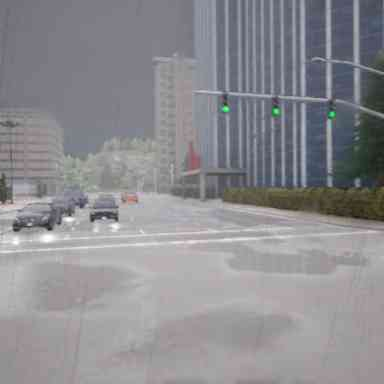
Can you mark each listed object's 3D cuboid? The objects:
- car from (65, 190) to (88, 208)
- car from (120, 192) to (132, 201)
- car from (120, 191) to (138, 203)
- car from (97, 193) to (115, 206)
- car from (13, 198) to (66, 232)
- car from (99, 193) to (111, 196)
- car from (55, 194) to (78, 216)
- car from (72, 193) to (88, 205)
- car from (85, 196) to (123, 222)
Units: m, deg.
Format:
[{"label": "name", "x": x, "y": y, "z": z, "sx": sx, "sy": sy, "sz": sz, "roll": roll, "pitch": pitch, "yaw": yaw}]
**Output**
[{"label": "car", "x": -13.494, "y": 0.775, "z": 37.941, "sx": 2.150, "sy": 2.045, "sz": 5.566, "roll": -1, "pitch": 1, "yaw": -14}, {"label": "car", "x": -11.975, "y": 0.711, "z": 60.016, "sx": 1.812, "sy": 1.442, "sz": 4.674, "roll": -1, "pitch": 1, "yaw": -15}, {"label": "car", "x": -9.387, "y": 0.664, "z": 50.054, "sx": 2.097, "sy": 1.767, "sz": 4.553, "roll": -1, "pitch": 1, "yaw": -15}, {"label": "car", "x": -11.262, "y": 0.933, "z": 43.351, "sx": 2.128, "sy": 1.511, "sz": 4.902, "roll": -1, "pitch": 1, "yaw": -15}, {"label": "car", "x": -8.623, "y": 1.323, "z": 18.899, "sx": 1.812, "sy": 1.442, "sz": 4.674, "roll": -1, "pitch": 1, "yaw": -13}, {"label": "car", "x": -8.699, "y": 1.076, "z": 33.232, "sx": 1.837, "sy": 1.490, "sz": 4.892, "roll": -1, "pitch": 1, "yaw": -14}, {"label": "car", "x": -10.934, "y": 1.188, "z": 27.859, "sx": 1.837, "sy": 1.490, "sz": 4.892, "roll": -1, "pitch": 1, "yaw": -14}, {"label": "car", "x": -16.106, "y": 0.902, "z": 48.081, "sx": 1.882, "sy": 1.535, "sz": 5.008, "roll": -1, "pitch": 1, "yaw": -15}, {"label": "car", "x": -6.251, "y": 1.240, "z": 23.699, "sx": 2.033, "sy": 1.411, "sz": 5.357, "roll": -1, "pitch": 1, "yaw": -14}]
